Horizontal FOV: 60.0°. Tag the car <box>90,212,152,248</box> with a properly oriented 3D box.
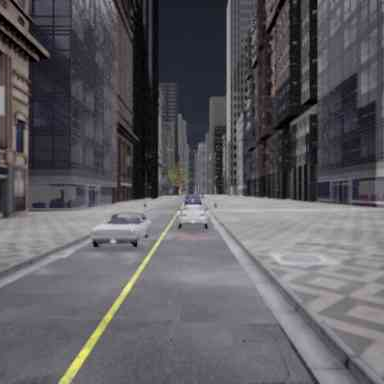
[{"bbox_3d":[-3.017,1.595,14.934,1.895,1.301,4.718,0,0,0],"label":"car"}]

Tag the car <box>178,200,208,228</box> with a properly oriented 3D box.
[{"bbox_3d":[0.074,1.516,21.977,1.812,1.442,4.674,0,0,0],"label":"car"}]

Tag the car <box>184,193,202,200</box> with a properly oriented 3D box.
[{"bbox_3d":[0.107,1.194,44.967,2.150,2.045,5.566,0,0,0],"label":"car"}]
